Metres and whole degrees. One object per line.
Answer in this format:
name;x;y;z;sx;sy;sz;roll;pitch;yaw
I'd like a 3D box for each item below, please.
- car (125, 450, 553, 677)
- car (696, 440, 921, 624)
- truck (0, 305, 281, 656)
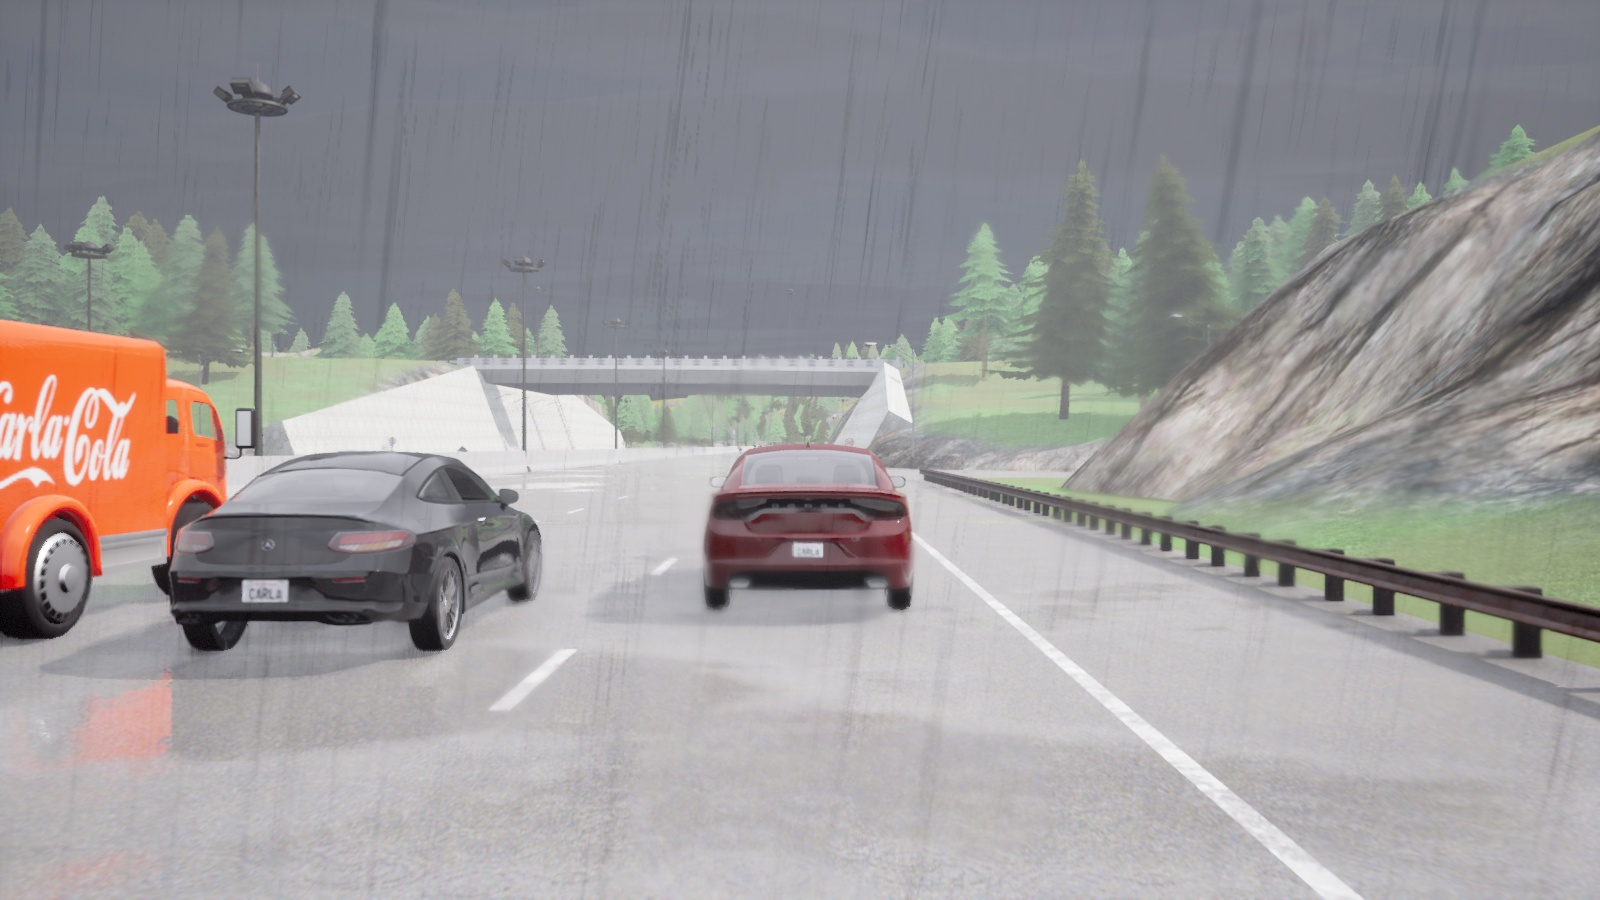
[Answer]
car;-3.430;0.728;10.426;1.812;1.442;4.674;0;0;0
car;0.083;0.672;12.971;1.882;1.535;5.008;0;0;0
truck;-6.927;0.209;10.954;2.627;2.467;5.204;0;0;0
